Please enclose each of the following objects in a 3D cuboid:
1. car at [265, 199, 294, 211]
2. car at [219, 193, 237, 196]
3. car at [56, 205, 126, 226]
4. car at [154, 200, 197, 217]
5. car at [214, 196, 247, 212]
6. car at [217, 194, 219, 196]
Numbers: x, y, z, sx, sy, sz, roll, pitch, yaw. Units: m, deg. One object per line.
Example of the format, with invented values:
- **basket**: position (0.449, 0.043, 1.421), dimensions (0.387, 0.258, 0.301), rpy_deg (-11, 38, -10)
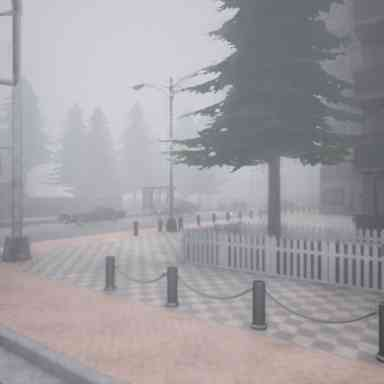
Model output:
- **car**: position (10.956, 1.558, 41.363), dimensions (2.033, 1.411, 5.357), rpy_deg (0, 0, 37)
- **car**: position (9.234, 1.211, 80.632), dimensions (1.932, 1.855, 4.605), rpy_deg (0, 0, 36)
- **car**: position (-7.101, 1.618, 23.716), dimensions (1.895, 1.301, 4.718), rpy_deg (0, 0, 37)
- **car**: position (-1.451, 1.509, 31.146), dimensions (2.128, 1.511, 4.902), rpy_deg (0, 0, 37)
- **car**: position (4.815, 1.543, 39.355), dimensions (1.812, 1.442, 4.674), rpy_deg (0, 0, 37)
- **car**: position (6.970, 1.217, 81.791), dimensions (1.905, 1.878, 3.866), rpy_deg (0, 0, 36)
